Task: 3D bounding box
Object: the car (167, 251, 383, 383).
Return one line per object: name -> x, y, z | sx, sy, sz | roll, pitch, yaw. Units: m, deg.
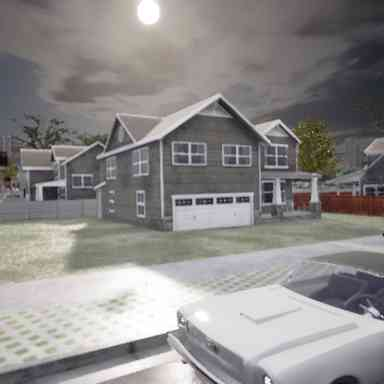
car -> 2.110, 1.554, 4.317 | 4.718, 1.301, 1.895 | -1, 0, -29
